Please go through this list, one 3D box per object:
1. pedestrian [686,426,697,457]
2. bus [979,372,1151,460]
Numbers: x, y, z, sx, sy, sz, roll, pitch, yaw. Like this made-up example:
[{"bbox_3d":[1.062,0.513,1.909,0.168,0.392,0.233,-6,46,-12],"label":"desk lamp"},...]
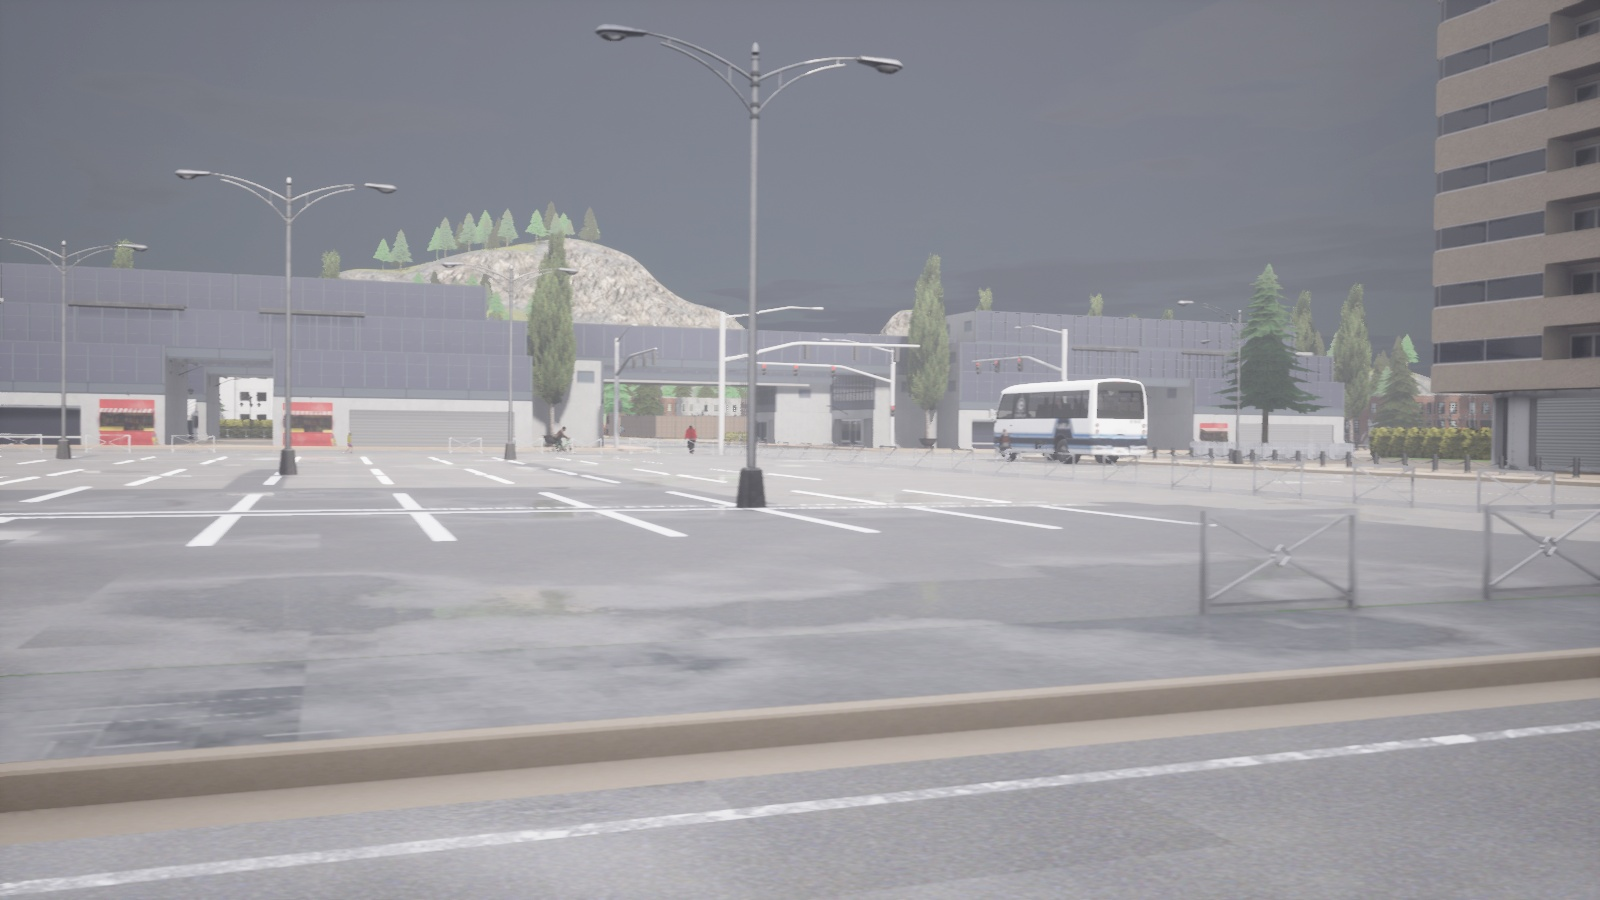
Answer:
[{"bbox_3d":[-6.427,-0.492,74.280,0.634,1.844,0.899,-1,1,-7],"label":"pedestrian"},{"bbox_3d":[13.675,-1.747,66.101,3.944,4.253,10.273,-1,1,-21],"label":"bus"}]
